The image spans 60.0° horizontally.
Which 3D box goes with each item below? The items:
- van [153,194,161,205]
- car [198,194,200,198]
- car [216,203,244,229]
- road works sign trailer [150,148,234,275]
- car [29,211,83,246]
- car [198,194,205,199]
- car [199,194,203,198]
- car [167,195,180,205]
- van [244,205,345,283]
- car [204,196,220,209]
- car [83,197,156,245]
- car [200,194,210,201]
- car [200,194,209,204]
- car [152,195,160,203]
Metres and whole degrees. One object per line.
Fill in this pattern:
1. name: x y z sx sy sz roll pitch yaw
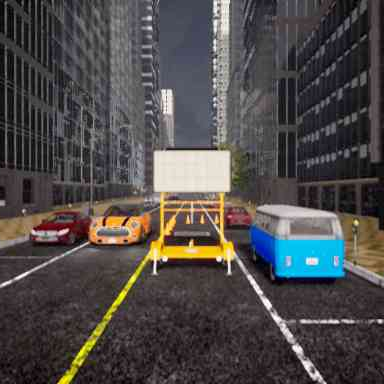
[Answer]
1. van: -5.686 1.163 54.846 1.690 1.788 3.998 0 0 0
2. car: 2.696 1.211 66.227 1.967 1.590 4.097 0 0 0
3. car: 2.692 1.519 20.688 1.802 1.307 4.206 0 0 0
4. road works sign trailer: 0.001 0.433 10.319 2.380 3.560 2.880 0 0 0
5. car: -5.689 1.536 14.999 1.802 1.307 4.206 0 0 0
6. car: 2.698 1.177 94.690 1.887 1.381 4.507 0 0 0
7. car: 2.695 1.373 54.842 2.008 1.369 4.403 0 0 0
8. car: -3.077 1.294 56.026 1.882 1.535 5.008 0 0 0
9. van: 2.691 1.312 9.303 1.690 1.788 3.998 0 0 0
10. car: 2.693 1.467 37.765 1.802 1.307 4.206 0 0 0
11. car: -3.099 1.305 15.207 2.097 1.767 4.553 0 0 0
12. car: 2.696 1.185 71.919 1.967 1.590 4.097 0 0 0
13. car: 2.694 1.396 49.150 2.008 1.369 4.403 0 0 0
14. car: -5.687 1.417 43.462 2.008 1.369 4.403 0 0 0
